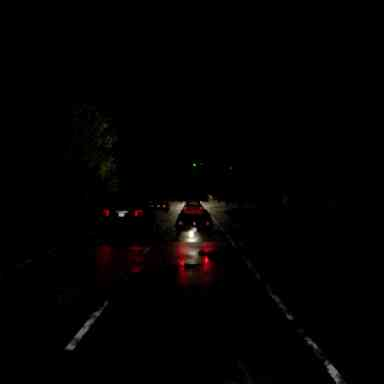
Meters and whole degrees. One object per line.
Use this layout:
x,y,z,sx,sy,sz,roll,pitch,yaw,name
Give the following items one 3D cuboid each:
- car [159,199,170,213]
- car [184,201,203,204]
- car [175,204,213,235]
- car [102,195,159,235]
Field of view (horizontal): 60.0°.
-3.379,1.448,35.751,2.033,1.411,5.357,0,0,0,car
0.123,1.482,29.893,1.994,1.385,4.181,0,0,1,car
0.111,1.551,18.368,1.895,1.301,4.718,0,0,0,car
-3.390,1.172,18.713,2.150,2.045,5.566,0,0,0,car
